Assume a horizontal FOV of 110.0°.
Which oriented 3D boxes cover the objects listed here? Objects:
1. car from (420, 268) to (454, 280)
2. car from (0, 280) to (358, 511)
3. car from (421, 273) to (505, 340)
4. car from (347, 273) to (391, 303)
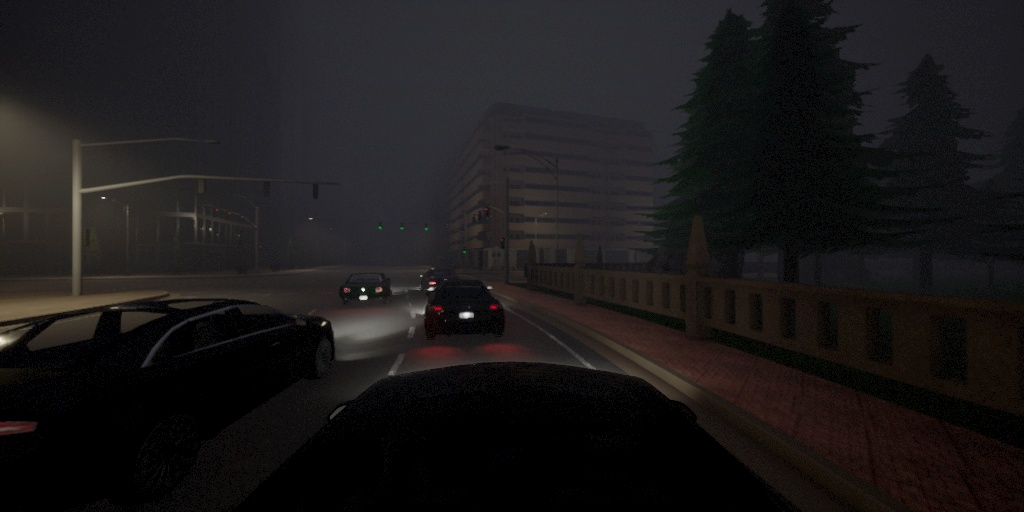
[{"bbox_3d":[-4.072,1.386,20.232,2.033,1.411,5.357,0,0,-17],"label":"car"},{"bbox_3d":[-3.863,1.258,4.316,2.128,1.511,4.902,0,0,-4],"label":"car"},{"bbox_3d":[-1.437,1.355,10.316,1.994,1.385,4.181,0,0,-11],"label":"car"},{"bbox_3d":[-6.705,1.426,16.785,1.895,1.301,4.718,0,0,-17],"label":"car"}]
